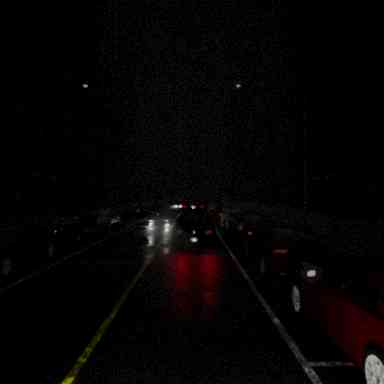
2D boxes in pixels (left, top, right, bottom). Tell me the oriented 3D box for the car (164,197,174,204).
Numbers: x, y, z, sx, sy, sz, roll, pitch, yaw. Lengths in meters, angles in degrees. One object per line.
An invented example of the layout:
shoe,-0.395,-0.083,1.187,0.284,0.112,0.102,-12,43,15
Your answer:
car,-5.745,2.095,83.169,2.192,1.841,5.009,0,-1,0

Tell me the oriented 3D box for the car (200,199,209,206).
car,2.778,2.201,72.134,1.752,1.417,4.829,0,-1,0

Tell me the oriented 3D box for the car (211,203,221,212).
car,2.767,1.835,27.152,1.802,1.307,4.206,0,-1,0

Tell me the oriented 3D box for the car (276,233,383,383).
car,2.761,1.590,4.746,1.887,1.381,4.507,0,-1,0

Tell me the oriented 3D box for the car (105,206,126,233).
car,-5.760,1.725,21.375,1.752,1.417,4.829,0,-1,0

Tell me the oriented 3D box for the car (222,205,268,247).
car,2.764,1.590,15.951,1.967,1.590,4.097,0,-1,0

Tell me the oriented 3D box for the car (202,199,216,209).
car,2.774,1.956,55.161,1.967,1.590,4.097,0,-1,0

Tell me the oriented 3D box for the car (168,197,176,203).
car,-5.742,2.327,94.371,1.967,1.590,4.097,0,-1,0

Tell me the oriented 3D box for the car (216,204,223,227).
car,2.766,1.728,21.721,1.752,1.417,4.829,0,-1,0

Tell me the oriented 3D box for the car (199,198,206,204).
car,2.783,2.400,88.769,1.947,1.339,4.313,0,-1,0

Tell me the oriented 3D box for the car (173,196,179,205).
car,-2.981,2.176,74.297,2.128,1.511,4.902,0,-1,0

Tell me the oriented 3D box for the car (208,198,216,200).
car,2.772,1.778,49.561,2.192,1.841,5.009,0,-1,0

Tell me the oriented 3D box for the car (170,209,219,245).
car,0.101,1.754,16.351,1.895,1.301,4.718,0,-1,0

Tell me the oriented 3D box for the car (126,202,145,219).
car,-5.757,1.745,32.750,1.967,1.590,4.097,0,-1,0

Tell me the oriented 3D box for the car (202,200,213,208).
car,2.776,2.134,60.761,1.947,1.339,4.313,0,-1,0

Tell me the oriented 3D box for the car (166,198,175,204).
car,-5.743,2.399,88.768,1.947,1.339,4.313,0,-1,0

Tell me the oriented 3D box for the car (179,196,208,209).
car,0.107,1.522,32.242,2.150,2.045,5.566,0,-1,0

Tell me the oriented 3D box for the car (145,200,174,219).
car,-3.089,1.810,32.685,1.837,1.490,4.892,0,-1,0

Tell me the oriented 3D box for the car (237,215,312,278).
car,2.763,1.642,10.348,1.887,1.381,4.507,0,-1,0

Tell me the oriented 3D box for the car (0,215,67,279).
car,-5.763,1.642,10.342,1.887,1.381,4.507,0,-1,0

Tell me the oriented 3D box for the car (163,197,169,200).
car,-5.750,2.113,60.758,1.887,1.381,4.507,0,-1,0

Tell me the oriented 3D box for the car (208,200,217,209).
car,2.770,1.902,38.356,1.887,1.381,4.507,0,-1,0

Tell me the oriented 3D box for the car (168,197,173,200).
car,-5.747,2.225,71.962,2.008,1.369,4.403,0,-1,0

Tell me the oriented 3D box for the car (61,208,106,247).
car,-5.761,1.694,15.943,1.887,1.381,4.507,0,-1,0

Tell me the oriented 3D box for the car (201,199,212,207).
car,2.777,2.172,66.363,2.008,1.369,4.403,0,-1,0

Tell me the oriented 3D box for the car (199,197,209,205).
car,2.779,2.042,77.569,2.192,1.841,5.009,0,-1,0
